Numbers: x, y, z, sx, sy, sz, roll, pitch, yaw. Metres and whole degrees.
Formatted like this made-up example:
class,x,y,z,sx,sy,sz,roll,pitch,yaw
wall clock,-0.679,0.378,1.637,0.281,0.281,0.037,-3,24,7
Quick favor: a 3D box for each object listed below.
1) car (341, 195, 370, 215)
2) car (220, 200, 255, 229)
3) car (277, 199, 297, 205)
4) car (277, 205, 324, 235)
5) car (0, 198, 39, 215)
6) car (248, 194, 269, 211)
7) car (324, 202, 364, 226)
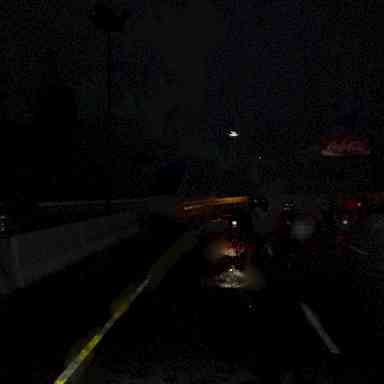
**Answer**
class,x,y,z,sx,sy,sz,roll,pitch,yaw
car,17.394,1.358,35.562,2.150,2.045,5.566,1,0,17
car,2.949,1.521,21.671,1.837,1.490,4.892,0,1,11
car,10.468,1.565,36.767,2.128,1.511,4.902,1,0,17
car,6.014,1.644,19.274,1.895,1.301,4.718,1,0,11
car,-16.618,1.340,31.352,1.837,1.490,4.892,1,0,13
car,8.239,1.266,41.420,2.150,2.045,5.566,1,-1,17
car,10.580,1.683,24.005,1.895,1.301,4.718,1,0,13
